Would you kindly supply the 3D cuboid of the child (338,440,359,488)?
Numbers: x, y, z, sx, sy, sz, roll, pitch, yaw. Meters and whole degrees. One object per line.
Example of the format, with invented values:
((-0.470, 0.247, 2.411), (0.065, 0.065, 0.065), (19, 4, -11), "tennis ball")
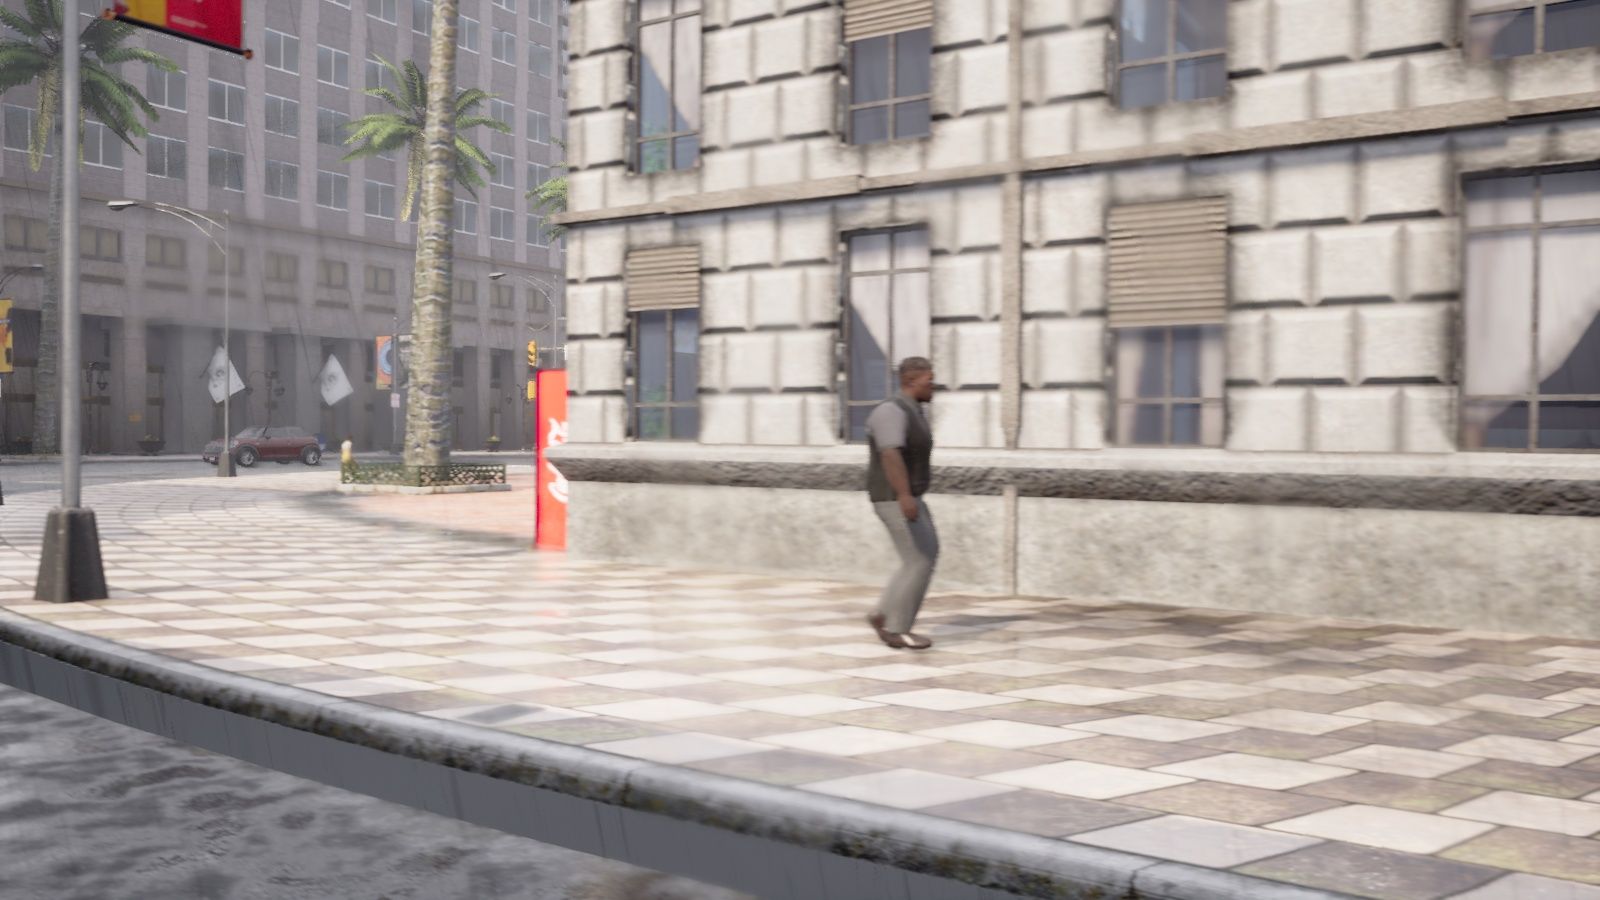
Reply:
((-11.982, 0.372, 33.315), (0.270, 1.263, 0.437), (0, 1, 25), "child")

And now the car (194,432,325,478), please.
((-22.132, 0.169, 51.610), (2.097, 1.767, 4.553), (0, 1, 32), "car")

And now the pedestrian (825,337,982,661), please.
((0.640, 0.283, 7.660), (0.849, 1.883, 0.563), (0, 1, 15), "pedestrian")
